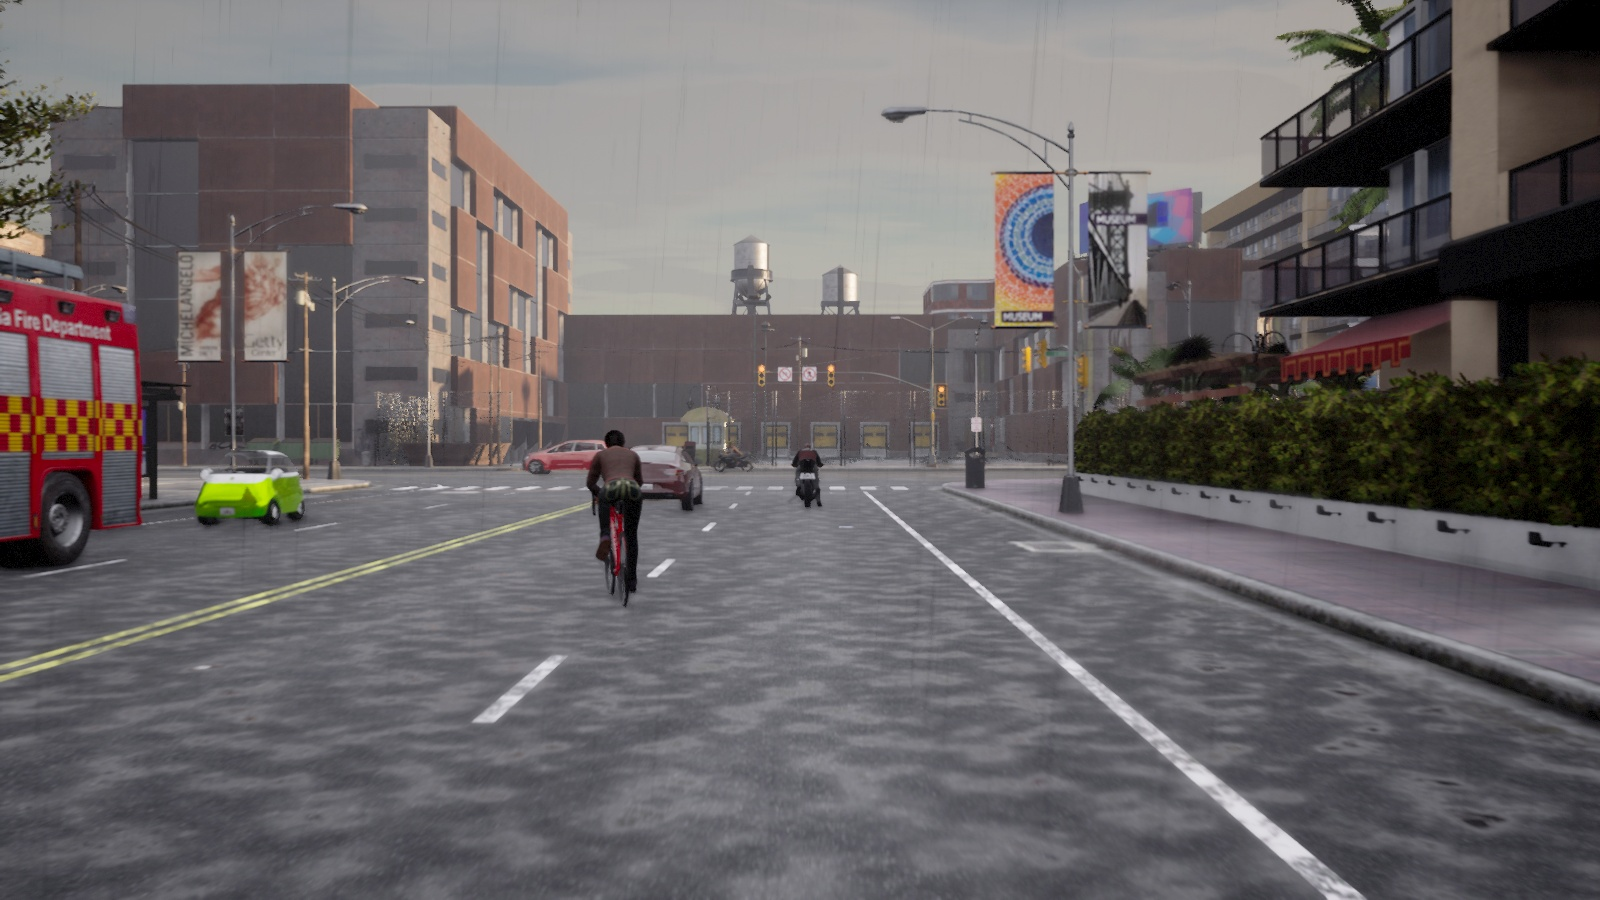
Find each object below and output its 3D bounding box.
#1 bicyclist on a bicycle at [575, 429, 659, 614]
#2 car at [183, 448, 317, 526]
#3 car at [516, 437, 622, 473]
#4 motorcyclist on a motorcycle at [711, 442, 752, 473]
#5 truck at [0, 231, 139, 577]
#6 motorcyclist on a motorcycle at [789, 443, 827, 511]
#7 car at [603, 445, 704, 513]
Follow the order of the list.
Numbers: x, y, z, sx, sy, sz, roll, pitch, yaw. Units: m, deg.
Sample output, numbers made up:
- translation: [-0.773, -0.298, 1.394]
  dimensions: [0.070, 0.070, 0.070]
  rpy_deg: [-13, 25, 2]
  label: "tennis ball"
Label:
- translation: [-1.757, 0.631, 11.897]
  dimensions: [0.582, 1.620, 1.656]
  rpy_deg: [0, 0, -16]
  label: "bicyclist on a bicycle"
- translation: [-10.264, 0.661, 23.561]
  dimensions: [1.481, 1.376, 2.207]
  rpy_deg: [0, 0, 3]
  label: "car"
- translation: [-10.958, 0.244, 59.775]
  dimensions: [4.611, 1.667, 2.242]
  rpy_deg: [0, 0, 1]
  label: "car"
- translation: [-3.442, 0.369, 63.169]
  dimensions: [2.044, 1.523, 0.797]
  rpy_deg: [0, 0, 1]
  label: "motorcyclist on a motorcycle"
- translation: [-10.303, -0.497, 12.547]
  dimensions: [2.891, 3.827, 8.468]
  rpy_deg: [0, 0, 0]
  label: "truck"
- translation: [0.179, 0.613, 29.777]
  dimensions: [0.866, 1.530, 2.191]
  rpy_deg: [0, 0, 0]
  label: "motorcyclist on a motorcycle"
- translation: [-3.311, 0.605, 29.184]
  dimensions: [1.812, 1.442, 4.674]
  rpy_deg: [0, 0, 0]
  label: "car"
